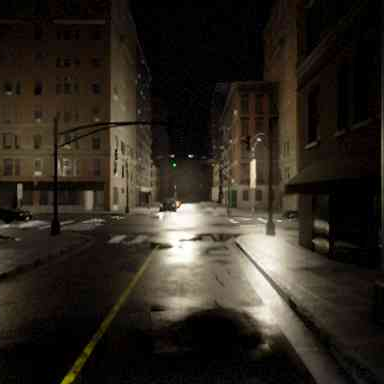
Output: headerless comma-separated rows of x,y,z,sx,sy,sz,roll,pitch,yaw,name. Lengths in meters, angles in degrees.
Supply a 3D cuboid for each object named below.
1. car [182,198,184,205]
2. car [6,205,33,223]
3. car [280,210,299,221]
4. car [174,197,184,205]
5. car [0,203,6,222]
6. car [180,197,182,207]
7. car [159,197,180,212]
-3.006,2.100,63.022,1.895,1.301,4.718,0,0,1,car
-15.024,1.541,25.213,5.357,1.411,2.033,1,0,4,car
10.971,2.062,31.802,4.718,1.301,1.895,1,0,0,car
-2.927,1.941,75.089,2.097,1.767,4.553,0,-1,0,car
-15.450,1.465,21.940,4.892,1.490,1.837,1,0,0,car
-3.070,1.773,52.787,2.097,1.767,4.553,0,0,0,car
-3.058,1.698,43.147,2.097,1.767,4.553,0,0,-1,car
